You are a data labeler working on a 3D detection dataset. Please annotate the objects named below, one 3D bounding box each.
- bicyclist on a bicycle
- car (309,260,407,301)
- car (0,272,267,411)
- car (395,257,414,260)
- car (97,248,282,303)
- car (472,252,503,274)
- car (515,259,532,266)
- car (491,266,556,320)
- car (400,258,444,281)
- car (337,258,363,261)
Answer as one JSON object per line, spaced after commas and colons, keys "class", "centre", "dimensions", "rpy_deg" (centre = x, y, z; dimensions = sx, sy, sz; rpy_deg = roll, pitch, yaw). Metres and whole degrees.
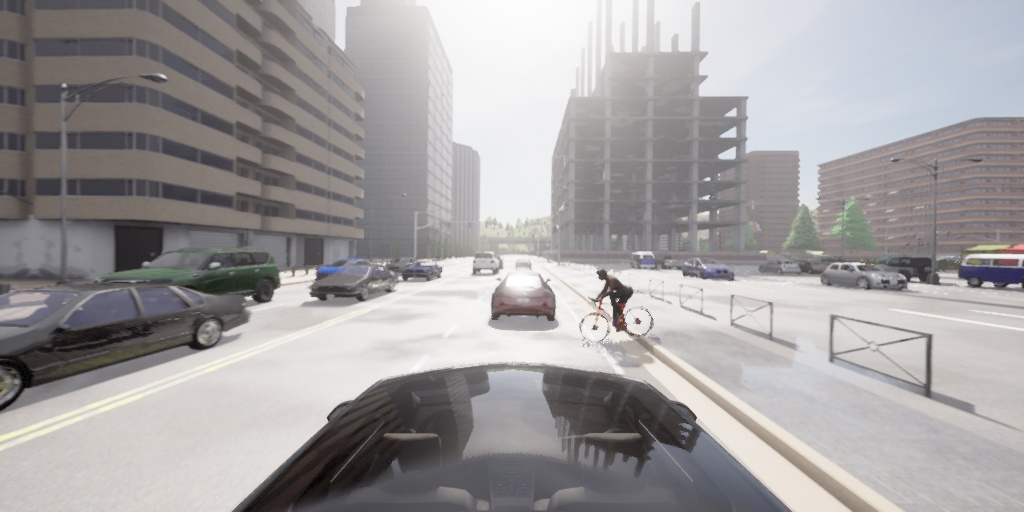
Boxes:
{"class": "bicyclist on a bicycle", "centre": [2.263, 1.080, 8.006], "dimensions": [1.656, 1.620, 0.582], "rpy_deg": [-8, 0, 2]}
{"class": "car", "centre": [-6.686, 1.074, 16.003], "dimensions": [2.033, 1.411, 5.357], "rpy_deg": [1, 1, 2]}
{"class": "car", "centre": [-7.010, 1.177, 5.921], "dimensions": [2.033, 1.411, 5.357], "rpy_deg": [1, 1, 2]}
{"class": "car", "centre": [-9.628, 0.830, 32.142], "dimensions": [1.837, 1.490, 4.892], "rpy_deg": [1, 1, 2]}
{"class": "car", "centre": [-10.315, 0.751, 12.002], "dimensions": [2.150, 2.045, 5.566], "rpy_deg": [1, 1, 2]}
{"class": "car", "centre": [-2.413, 0.607, 33.941], "dimensions": [2.150, 2.045, 5.566], "rpy_deg": [1, 1, 2]}
{"class": "car", "centre": [1.342, 0.942, 42.041], "dimensions": [1.895, 1.301, 4.718], "rpy_deg": [1, 1, 2]}
{"class": "car", "centre": [0.386, 1.208, 12.165], "dimensions": [1.994, 1.385, 4.181], "rpy_deg": [1, 1, 2]}
{"class": "car", "centre": [-6.358, 1.028, 25.868], "dimensions": [1.895, 1.301, 4.718], "rpy_deg": [1, 1, 2]}
{"class": "car", "centre": [-9.989, 0.905, 22.029], "dimensions": [1.882, 1.535, 5.008], "rpy_deg": [1, 1, 2]}
